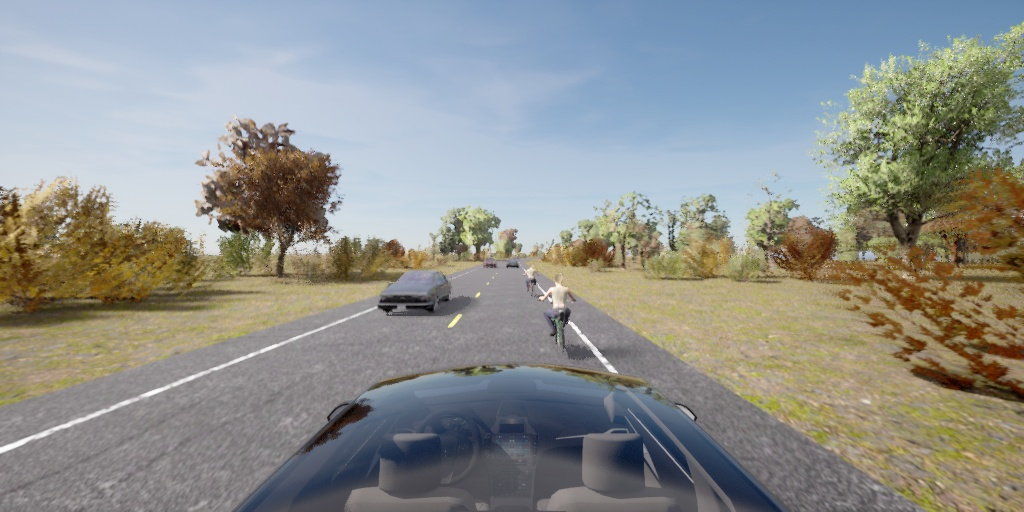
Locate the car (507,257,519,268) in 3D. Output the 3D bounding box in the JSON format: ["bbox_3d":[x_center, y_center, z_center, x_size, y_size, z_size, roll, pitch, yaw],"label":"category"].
[{"bbox_3d":[0.104,1.265,59.361,1.994,1.385,4.181,0,0,0],"label":"car"}]

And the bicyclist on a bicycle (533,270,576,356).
[{"bbox_3d":[0.985,1.187,7.672,0.866,1.612,1.509,0,0,0],"label":"bicyclist on a bicycle"}]

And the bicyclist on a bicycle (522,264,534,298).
[{"bbox_3d":[0.940,1.184,17.551,0.866,1.612,1.509,0,0,0],"label":"bicyclist on a bicycle"}]

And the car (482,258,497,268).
[{"bbox_3d":[-3.568,1.055,57.850,2.097,1.767,4.553,0,0,0],"label":"car"}]

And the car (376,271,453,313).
[{"bbox_3d":[-3.600,1.296,14.364,2.033,1.411,5.357,0,0,0],"label":"car"}]
